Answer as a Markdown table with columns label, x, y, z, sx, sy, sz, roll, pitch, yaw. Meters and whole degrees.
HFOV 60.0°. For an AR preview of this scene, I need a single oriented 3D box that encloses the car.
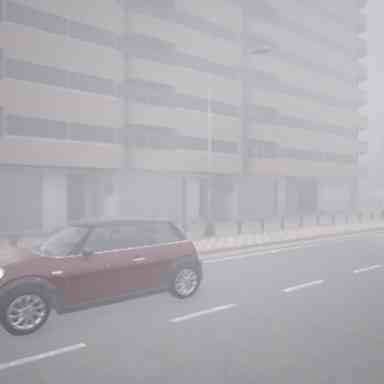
| label | x | y | z | sx | sy | sz | roll | pitch | yaw |
| --- | --- | --- | --- | --- | --- | --- | --- | --- | --- |
| car | -2.025 | 1.347 | 6.831 | 4.553 | 1.767 | 2.097 | 0 | 0 | -35 |
